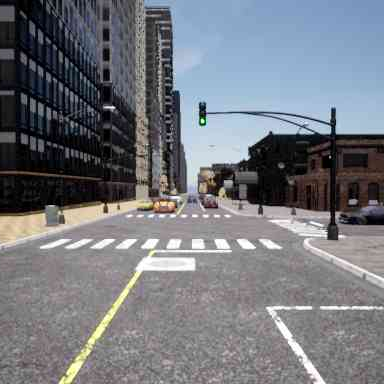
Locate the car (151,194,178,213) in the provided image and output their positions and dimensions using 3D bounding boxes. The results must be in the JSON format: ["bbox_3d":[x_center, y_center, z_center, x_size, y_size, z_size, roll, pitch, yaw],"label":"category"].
[{"bbox_3d":[-3.076,1.387,37.940,2.097,1.767,4.553,0,0,0],"label":"car"}]

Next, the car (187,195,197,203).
[{"bbox_3d":[0.042,1.421,70.023,2.097,1.767,4.553,0,0,0],"label":"car"}]

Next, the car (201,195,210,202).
[{"bbox_3d":[3.194,1.582,80.400,1.837,1.490,4.892,0,0,0],"label":"car"}]

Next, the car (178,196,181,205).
[{"bbox_3d":[-3.061,1.609,47.784,1.994,1.385,4.181,0,0,0],"label":"car"}]

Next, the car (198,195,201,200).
[{"bbox_3d":[2.710,1.371,58.780,2.192,1.841,5.009,-1,0,0],"label":"car"}]

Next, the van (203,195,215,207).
[{"bbox_3d":[2.707,1.391,53.136,1.690,1.788,3.998,-1,0,0],"label":"van"}]

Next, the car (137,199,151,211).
[{"bbox_3d":[-5.815,1.564,41.738,1.752,1.417,4.829,-1,0,0],"label":"car"}]

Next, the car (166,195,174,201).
[{"bbox_3d":[-5.616,1.611,86.890,1.752,1.417,4.829,-1,0,0],"label":"car"}]

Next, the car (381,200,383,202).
[{"bbox_3d":[16.542,1.447,27.194,5.009,1.841,2.192,1,0,1],"label":"car"}]

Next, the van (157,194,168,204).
[{"bbox_3d":[-5.633,1.403,64.484,1.690,1.788,3.998,-1,0,0],"label":"van"}]

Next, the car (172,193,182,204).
[{"bbox_3d":[-3.018,1.280,61.501,2.150,2.045,5.566,0,0,2],"label":"car"}]

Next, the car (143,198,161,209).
[{"bbox_3d":[-5.640,1.611,47.551,1.947,1.339,4.313,-1,0,0],"label":"car"}]

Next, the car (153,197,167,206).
[{"bbox_3d":[-5.633,1.622,58.840,1.947,1.339,4.313,-1,0,0],"label":"car"}]

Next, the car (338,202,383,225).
[{"bbox_3d":[13.860,1.691,24.664,5.357,1.411,2.033,1,1,2],"label":"car"}]

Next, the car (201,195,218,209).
[{"bbox_3d":[2.705,1.485,47.492,1.967,1.590,4.097,-1,0,0],"label":"car"}]
